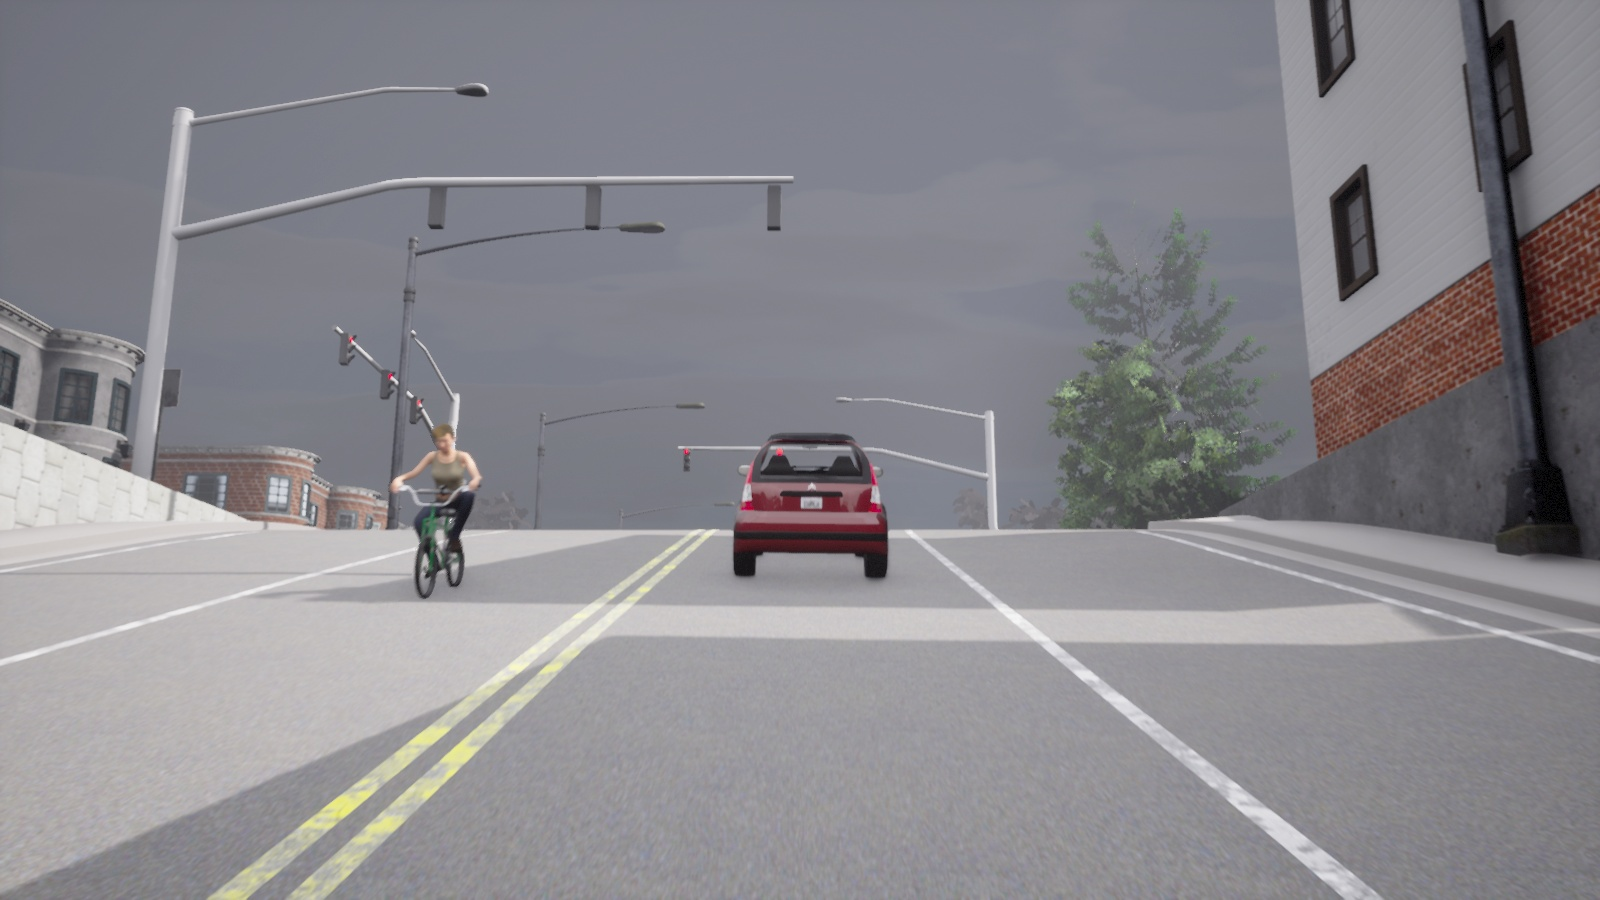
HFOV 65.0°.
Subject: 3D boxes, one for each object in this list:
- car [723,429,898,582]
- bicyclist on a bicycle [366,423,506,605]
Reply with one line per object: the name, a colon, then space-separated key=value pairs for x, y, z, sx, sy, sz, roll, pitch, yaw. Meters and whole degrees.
car: x=0.111 y=0.591 z=15.451 sx=1.851 sy=1.617 sz=3.988 roll=1 pitch=0 yaw=0
bicyclist on a bicycle: x=-3.415 y=0.575 z=11.937 sx=0.866 sy=1.612 sz=1.509 roll=1 pitch=0 yaw=0
